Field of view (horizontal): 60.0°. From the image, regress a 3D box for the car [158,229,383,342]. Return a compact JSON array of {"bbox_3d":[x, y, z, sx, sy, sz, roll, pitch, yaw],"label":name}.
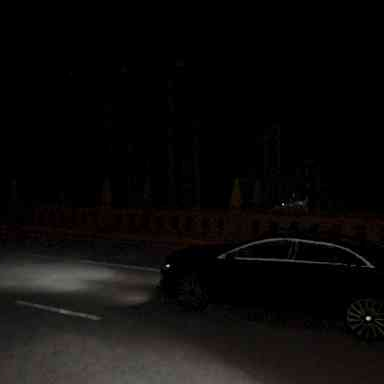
[{"bbox_3d":[1.716,1.470,6.315,4.902,1.511,2.128,1,0,24],"label":"car"}]
